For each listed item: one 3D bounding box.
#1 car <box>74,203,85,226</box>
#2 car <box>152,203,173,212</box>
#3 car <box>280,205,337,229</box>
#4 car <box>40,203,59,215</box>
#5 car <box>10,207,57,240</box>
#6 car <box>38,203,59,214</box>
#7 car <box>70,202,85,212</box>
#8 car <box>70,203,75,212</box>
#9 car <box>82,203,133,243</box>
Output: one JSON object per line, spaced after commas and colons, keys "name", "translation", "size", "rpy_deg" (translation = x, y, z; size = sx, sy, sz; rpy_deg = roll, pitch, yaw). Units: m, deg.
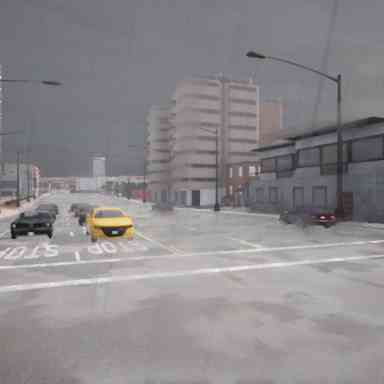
{"name": "car", "translation": [-7.557, 1.726, 25.164], "size": [1.994, 1.385, 4.181], "rpy_deg": [0, -1, -22]}
{"name": "car", "translation": [-4.115, 2.106, 45.465], "size": [1.895, 1.301, 4.718], "rpy_deg": [0, -1, -21]}
{"name": "car", "translation": [7.531, 1.591, 22.065], "size": [2.033, 1.411, 5.357], "rpy_deg": [0, -1, -4]}
{"name": "car", "translation": [-17.825, 2.110, 41.814], "size": [1.994, 1.385, 4.181], "rpy_deg": [0, -1, -21]}
{"name": "car", "translation": [-8.376, 1.671, 17.702], "size": [1.895, 1.301, 4.718], "rpy_deg": [0, -1, -21]}
{"name": "car", "translation": [-13.630, 1.861, 31.068], "size": [2.033, 1.411, 5.357], "rpy_deg": [0, -1, -21]}
{"name": "car", "translation": [-17.396, 2.260, 50.465], "size": [1.895, 1.301, 4.718], "rpy_deg": [0, 0, -21]}
{"name": "car", "translation": [-11.546, 1.923, 35.340], "size": [2.033, 1.411, 5.357], "rpy_deg": [0, -1, -21]}
{"name": "car", "translation": [-4.271, 1.521, 16.816], "size": [1.882, 1.535, 5.008], "rpy_deg": [0, -1, -21]}
